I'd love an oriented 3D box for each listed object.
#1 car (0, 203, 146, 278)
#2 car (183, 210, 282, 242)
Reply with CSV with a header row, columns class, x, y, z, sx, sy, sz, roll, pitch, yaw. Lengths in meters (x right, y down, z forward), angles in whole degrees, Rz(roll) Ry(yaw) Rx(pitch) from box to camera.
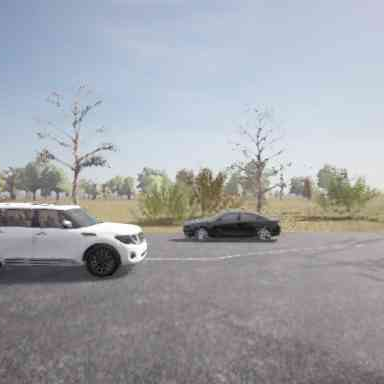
class,x,y,z,sx,sy,sz,roll,pitch,yaw
car,-4.223,1.362,10.131,5.566,2.045,2.150,0,-1,0
car,2.059,1.692,17.186,5.008,1.535,1.882,0,-1,-1
